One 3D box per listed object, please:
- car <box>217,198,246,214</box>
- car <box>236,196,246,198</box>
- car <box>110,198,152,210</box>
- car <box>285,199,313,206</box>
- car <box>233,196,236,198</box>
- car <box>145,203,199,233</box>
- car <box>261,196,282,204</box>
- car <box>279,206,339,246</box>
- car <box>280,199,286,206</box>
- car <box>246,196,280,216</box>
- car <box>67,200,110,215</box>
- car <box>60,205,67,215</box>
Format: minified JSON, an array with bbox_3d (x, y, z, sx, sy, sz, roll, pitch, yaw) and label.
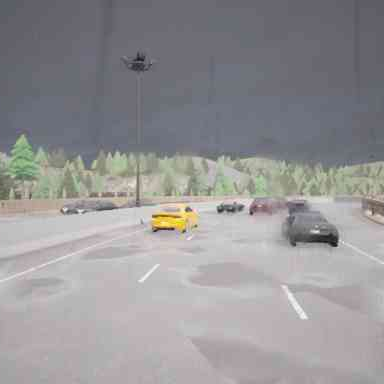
[{"bbox_3d":[4.217,1.617,35.313,1.895,1.301,4.718,0,0,23],"label":"car"},{"bbox_3d":[11.527,1.614,66.566,2.128,1.511,4.902,-1,-1,40],"label":"car"},{"bbox_3d":[-5.153,1.392,30.859,2.097,1.767,4.553,0,0,20],"label":"car"},{"bbox_3d":[10.600,1.487,32.405,1.837,1.490,4.892,-1,-1,23],"label":"car"},{"bbox_3d":[9.567,1.614,69.653,1.882,1.535,5.008,-1,0,40],"label":"car"},{"bbox_3d":[-0.877,1.489,19.758,1.882,1.535,5.008,0,0,13],"label":"car"},{"bbox_3d":[15.895,1.580,66.236,1.837,1.490,4.892,-1,-1,43],"label":"car"},{"bbox_3d":[5.308,1.559,15.309,1.994,1.385,4.181,0,0,11],"label":"car"},{"bbox_3d":[11.414,1.549,42.299,2.033,1.411,5.357,0,0,31],"label":"car"},{"bbox_3d":[7.198,1.352,33.272,2.097,1.767,4.553,0,0,22],"label":"car"},{"bbox_3d":[-8.851,1.544,30.840,2.128,1.511,4.902,0,0,18],"label":"car"},{"bbox_3d":[-11.376,1.560,34.243,2.128,1.511,4.902,0,0,20],"label":"car"}]
